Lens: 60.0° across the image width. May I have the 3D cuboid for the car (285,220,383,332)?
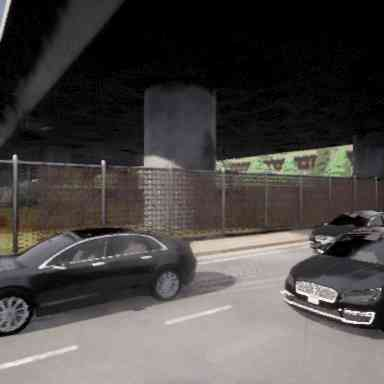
[{"bbox_3d":[3.951,1.522,6.785,4.892,1.490,1.837,1,0,-35],"label":"car"}]

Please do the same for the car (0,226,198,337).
[{"bbox_3d":[-2.148,1.511,6.748,4.892,1.490,1.837,1,0,-35],"label":"car"}]

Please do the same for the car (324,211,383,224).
[{"bbox_3d":[6.569,1.533,12.959,4.892,1.490,1.837,0,0,-35],"label":"car"}]
